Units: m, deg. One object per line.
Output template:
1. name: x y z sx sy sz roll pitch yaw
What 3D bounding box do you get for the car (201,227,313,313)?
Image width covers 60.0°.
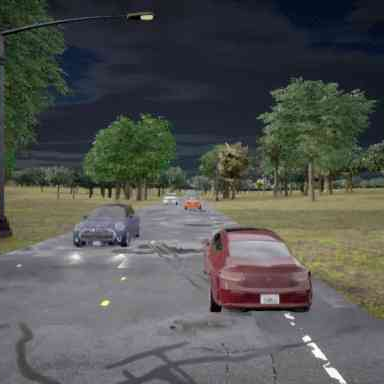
1. car: 1.227 1.523 7.536 1.812 1.442 4.674 0 0 0

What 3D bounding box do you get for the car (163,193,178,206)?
1. car: -3.578 1.203 56.257 2.150 2.045 5.566 0 0 0

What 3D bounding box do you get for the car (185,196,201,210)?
1. car: 0.103 1.334 43.517 2.097 1.767 4.553 0 0 -1

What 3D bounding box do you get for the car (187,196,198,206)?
1. car: 0.074 1.507 56.334 1.812 1.442 4.674 0 0 0

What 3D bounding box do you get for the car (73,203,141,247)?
1. car: -3.596 1.345 14.794 2.097 1.767 4.553 0 0 0
